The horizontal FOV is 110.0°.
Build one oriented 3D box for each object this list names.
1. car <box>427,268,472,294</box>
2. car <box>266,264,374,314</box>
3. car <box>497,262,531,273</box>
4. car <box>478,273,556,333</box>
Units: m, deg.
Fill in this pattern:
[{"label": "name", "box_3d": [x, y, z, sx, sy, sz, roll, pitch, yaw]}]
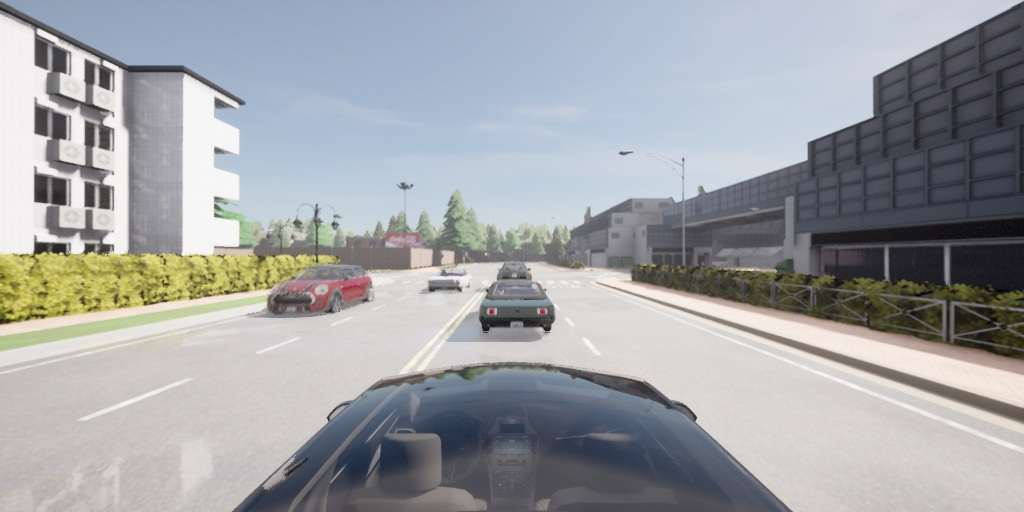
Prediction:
[{"label": "car", "box_3d": [-3.514, 1.381, 20.878, 1.895, 1.301, 4.718, 0, 0, 1]}, {"label": "car", "box_3d": [-7.066, 1.121, 13.733, 2.097, 1.767, 4.553, 0, 0, 0]}, {"label": "car", "box_3d": [0.130, 1.134, 22.281, 2.097, 1.767, 4.553, 0, 0, 0]}, {"label": "car", "box_3d": [0.119, 1.366, 10.812, 1.895, 1.301, 4.718, 0, 0, 0]}]
